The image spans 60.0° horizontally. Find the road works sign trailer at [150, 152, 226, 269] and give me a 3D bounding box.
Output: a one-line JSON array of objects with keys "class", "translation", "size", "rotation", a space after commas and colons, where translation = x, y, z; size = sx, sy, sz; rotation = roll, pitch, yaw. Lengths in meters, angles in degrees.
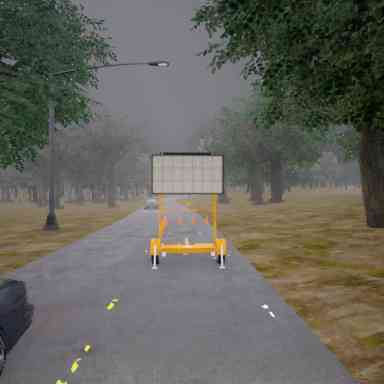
[{"class": "road works sign trailer", "translation": [-0.152, 0.477, 11.214], "size": [2.380, 3.560, 2.880], "rotation": [0, 0, -2]}]

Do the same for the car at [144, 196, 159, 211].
[{"class": "car", "translation": [-5.246, 1.634, 43.704], "size": [1.812, 1.442, 4.674], "rotation": [0, 0, -5]}]

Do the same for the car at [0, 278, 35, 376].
[{"class": "car", "translation": [-3.137, 1.548, 2.420], "size": [2.033, 1.411, 5.357], "rotation": [0, 0, 0]}]

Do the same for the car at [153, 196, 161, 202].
[{"class": "car", "translation": [-9.425, 1.909, 90.763], "size": [2.033, 1.411, 5.357], "rotation": [0, 0, -5]}]
